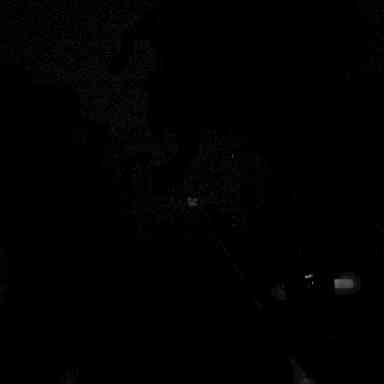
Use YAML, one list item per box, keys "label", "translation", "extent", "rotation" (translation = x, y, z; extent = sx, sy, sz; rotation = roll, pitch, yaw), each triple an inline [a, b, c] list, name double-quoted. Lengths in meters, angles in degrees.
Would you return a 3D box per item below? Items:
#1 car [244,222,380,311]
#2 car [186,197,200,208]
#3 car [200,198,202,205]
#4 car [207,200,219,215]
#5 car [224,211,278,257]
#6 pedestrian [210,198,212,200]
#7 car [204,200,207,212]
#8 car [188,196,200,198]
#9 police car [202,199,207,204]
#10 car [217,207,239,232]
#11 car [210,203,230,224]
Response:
- label: "car"
  translation: [2.628, 1.636, 7.822]
  extent: [1.947, 1.339, 4.313]
  rotation: [-1, -1, 0]
- label: "car"
  translation: [0.050, 2.099, 59.090]
  extent: [1.812, 1.442, 4.674]
  rotation: [0, -1, 0]
- label: "car"
  translation: [2.676, 2.289, 74.366]
  extent: [2.008, 1.369, 4.403]
  rotation: [-1, -1, 0]
- label: "car"
  translation: [2.641, 1.716, 30.005]
  extent: [1.967, 1.590, 4.097]
  rotation: [-1, -1, 0]
- label: "car"
  translation: [2.631, 1.671, 13.368]
  extent: [2.008, 1.369, 4.403]
  rotation: [-1, -1, 0]
- label: "pedestrian"
  translation: [2.785, 1.759, 48.661]
  extent: [0.375, 1.860, 0.375]
  rotation: [-1, 1, -10]
- label: "car"
  translation: [2.648, 1.882, 35.549]
  extent: [2.008, 1.369, 4.403]
  rotation: [-1, -1, 0]
- label: "car"
  translation: [0.052, 1.787, 71.059]
  extent: [2.150, 2.045, 5.566]
  rotation: [0, -1, 0]
- label: "police car"
  translation: [2.782, 1.859, 45.668]
  extent: [1.930, 1.638, 5.238]
  rotation: [0, -1, 0]
- label: "car"
  translation: [2.636, 1.753, 18.913]
  extent: [1.802, 1.307, 4.206]
  rotation: [-1, -1, 0]
- label: "car"
  translation: [2.639, 1.767, 24.459]
  extent: [1.887, 1.381, 4.507]
  rotation: [-1, -1, 0]
